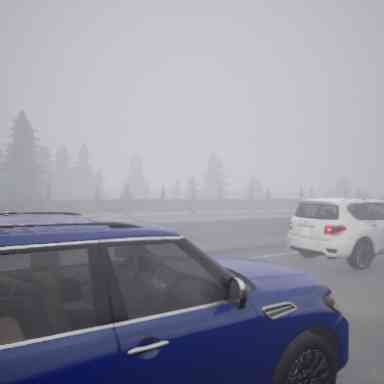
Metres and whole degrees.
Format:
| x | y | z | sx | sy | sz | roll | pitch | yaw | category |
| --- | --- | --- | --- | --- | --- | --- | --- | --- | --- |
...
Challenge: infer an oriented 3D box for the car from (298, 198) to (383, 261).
| x | y | z | sx | sy | sz | roll | pitch | yaw | category |
| --- | --- | --- | --- | --- | --- | --- | --- | --- | --- |
| 5.712 | 1.212 | 11.045 | 5.566 | 2.045 | 2.150 | 0 | 0 | -28 | car |

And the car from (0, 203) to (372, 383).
| x | y | z | sx | sy | sz | roll | pitch | yaw | category |
| --- | --- | --- | --- | --- | --- | --- | --- | --- | --- |
| -0.958 | 1.211 | 2.954 | 5.566 | 2.045 | 2.150 | 0 | 0 | -35 | car |
